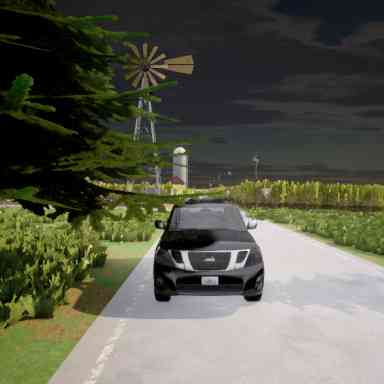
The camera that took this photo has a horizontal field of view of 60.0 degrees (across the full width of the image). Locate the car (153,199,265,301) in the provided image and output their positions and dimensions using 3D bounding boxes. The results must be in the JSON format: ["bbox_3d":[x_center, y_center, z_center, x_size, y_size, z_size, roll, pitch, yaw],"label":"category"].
[{"bbox_3d":[0.334,1.221,8.660,2.150,2.045,5.566,0,0,0],"label":"car"}]
